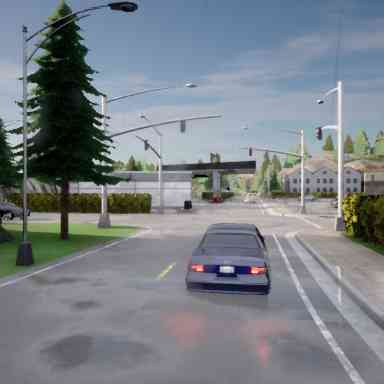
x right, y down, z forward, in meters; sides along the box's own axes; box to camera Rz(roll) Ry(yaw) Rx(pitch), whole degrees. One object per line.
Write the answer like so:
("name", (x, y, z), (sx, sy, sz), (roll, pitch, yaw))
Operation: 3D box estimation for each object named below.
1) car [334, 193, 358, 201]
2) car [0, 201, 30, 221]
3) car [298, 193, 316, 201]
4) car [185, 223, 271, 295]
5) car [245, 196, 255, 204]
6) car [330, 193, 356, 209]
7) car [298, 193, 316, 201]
("car", (34.571, 1.097, 74.673), (4.605, 1.855, 1.932), (0, 0, 10))
("car", (-15.736, 1.492, 27.241), (4.902, 1.511, 2.128), (0, 0, 10))
("car", (26.216, 1.361, 76.121), (3.806, 1.475, 1.970), (0, 0, 10))
("car", (1.094, 1.547, 8.914), (2.033, 1.411, 5.357), (0, 0, 10))
("car", (11.233, 1.526, 64.794), (1.812, 1.442, 4.674), (0, 0, 10))
("car", (20.264, 1.330, 42.385), (5.027, 1.636, 2.152), (0, 0, 10))
("car", (27.401, 1.077, 79.287), (3.866, 1.878, 1.905), (0, 0, 10))
